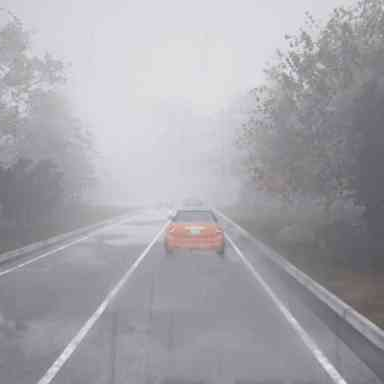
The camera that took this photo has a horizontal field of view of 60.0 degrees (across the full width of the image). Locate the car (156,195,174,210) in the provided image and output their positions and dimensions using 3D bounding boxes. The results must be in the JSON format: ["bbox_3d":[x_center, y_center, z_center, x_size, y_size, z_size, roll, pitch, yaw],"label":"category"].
[{"bbox_3d":[-3.482,1.290,43.995,2.097,1.767,4.553,0,0,0],"label":"car"}]

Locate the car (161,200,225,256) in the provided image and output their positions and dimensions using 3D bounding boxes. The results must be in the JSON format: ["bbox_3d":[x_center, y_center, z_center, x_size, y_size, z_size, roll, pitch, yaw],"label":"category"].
[{"bbox_3d":[0.105,1.357,13.327,2.097,1.767,4.553,0,0,0],"label":"car"}]

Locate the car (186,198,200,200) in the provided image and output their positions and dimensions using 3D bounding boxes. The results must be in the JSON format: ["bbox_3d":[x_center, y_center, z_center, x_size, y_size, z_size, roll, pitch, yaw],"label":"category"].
[{"bbox_3d":[0.111,1.363,30.123,2.097,1.767,4.553,0,0,0],"label":"car"}]
